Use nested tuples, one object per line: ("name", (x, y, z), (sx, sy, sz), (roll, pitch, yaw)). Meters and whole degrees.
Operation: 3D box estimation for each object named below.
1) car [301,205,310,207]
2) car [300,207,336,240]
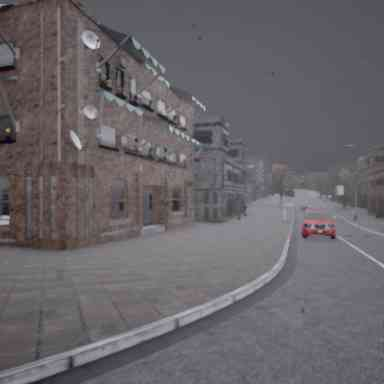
("car", (22.150, 3.234, 65.032), (1.895, 1.301, 4.718), (-1, 1, 18))
("car", (9.313, 2.346, 24.721), (2.150, 2.045, 5.566), (-1, -2, 17))
